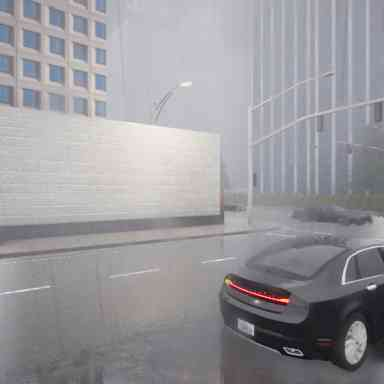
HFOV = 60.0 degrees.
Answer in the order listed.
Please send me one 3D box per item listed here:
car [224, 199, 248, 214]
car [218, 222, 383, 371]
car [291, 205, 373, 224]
[{"bbox_3d":[4.530,1.547,36.343,2.128,1.511,4.902,0,0,-36],"label":"car"},{"bbox_3d":[2.682,1.505,5.713,4.892,1.490,1.837,0,0,-35],"label":"car"},{"bbox_3d":[9.586,1.588,23.280,2.033,1.411,5.357,0,0,-36],"label":"car"}]
